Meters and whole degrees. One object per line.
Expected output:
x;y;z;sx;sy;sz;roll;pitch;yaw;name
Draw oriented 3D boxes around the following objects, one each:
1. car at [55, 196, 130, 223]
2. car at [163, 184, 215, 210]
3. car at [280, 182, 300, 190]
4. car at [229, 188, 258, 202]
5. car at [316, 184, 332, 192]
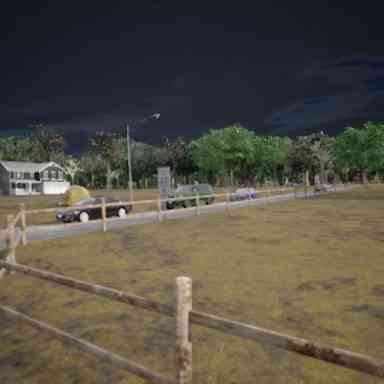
-6.044;1.045;20.721;1.837;1.490;4.892;-3;1;36;car
-0.163;0.375;28.947;2.150;2.045;5.566;-3;1;36;car
14.624;-0.725;49.440;1.837;1.490;4.892;-3;1;36;car
5.775;0.285;37.193;1.812;1.442;4.674;-3;1;36;car
21.038;-0.662;53.480;1.994;1.385;4.181;-3;1;36;car
